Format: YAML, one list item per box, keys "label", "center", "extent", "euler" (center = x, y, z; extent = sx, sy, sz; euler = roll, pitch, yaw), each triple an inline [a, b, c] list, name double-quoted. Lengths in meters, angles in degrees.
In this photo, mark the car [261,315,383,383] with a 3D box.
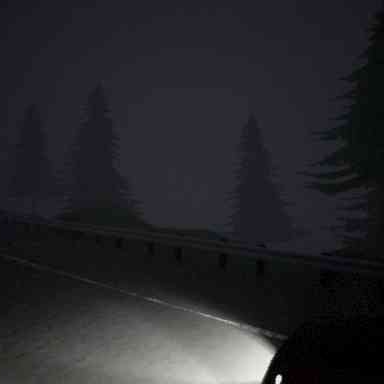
- label: "car"
  center: [2.571, 1.585, 2.210]
  extent: [4.181, 1.385, 1.994]
  euler: [2, 1, 35]
